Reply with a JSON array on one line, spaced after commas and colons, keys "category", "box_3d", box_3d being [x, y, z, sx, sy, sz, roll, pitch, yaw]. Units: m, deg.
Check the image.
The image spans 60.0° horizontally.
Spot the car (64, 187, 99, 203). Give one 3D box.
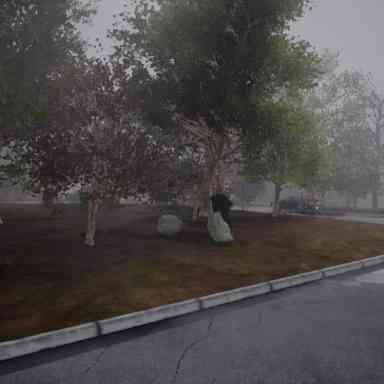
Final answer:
[{"category": "car", "box_3d": [-13.077, 0.386, 41.760, 5.566, 2.045, 2.150, 1, -1, -22]}]

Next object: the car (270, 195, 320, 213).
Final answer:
[{"category": "car", "box_3d": [9.575, 1.084, 31.184, 1.837, 1.490, 4.892, 1, 0, -35]}]
